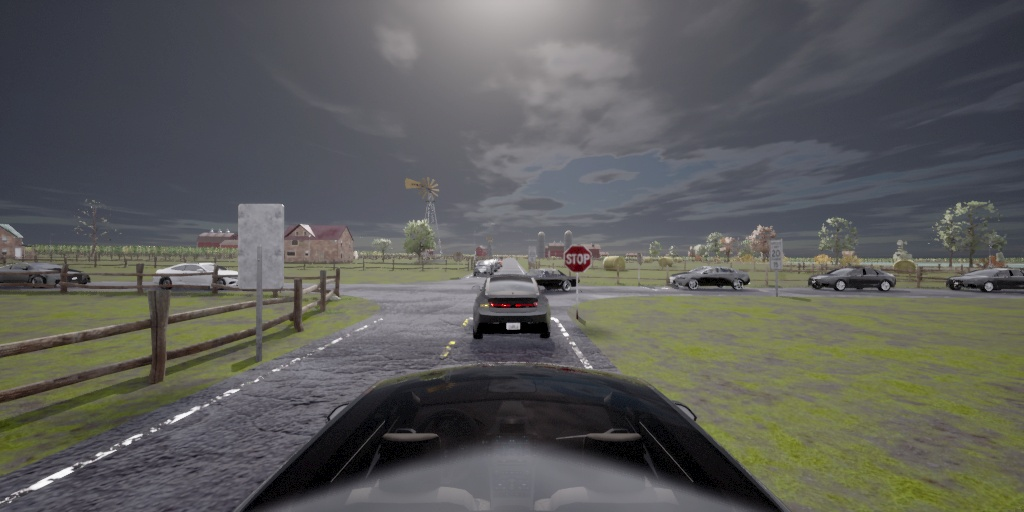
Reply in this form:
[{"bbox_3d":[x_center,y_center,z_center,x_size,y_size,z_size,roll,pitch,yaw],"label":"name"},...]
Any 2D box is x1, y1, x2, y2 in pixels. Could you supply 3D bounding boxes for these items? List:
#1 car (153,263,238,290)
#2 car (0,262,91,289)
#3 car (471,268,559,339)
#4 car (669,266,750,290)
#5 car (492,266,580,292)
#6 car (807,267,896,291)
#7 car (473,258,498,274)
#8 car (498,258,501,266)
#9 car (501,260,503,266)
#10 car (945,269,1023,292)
[{"bbox_3d":[-17.241,1.103,20.057,4.674,1.442,1.812,1,-1,-1],"label":"car"},{"bbox_3d":[-26.361,1.048,19.936,4.181,1.385,1.994,1,-1,-1],"label":"car"},{"bbox_3d":[-0.073,1.256,10.098,1.837,1.490,4.892,0,0,-2],"label":"car"},{"bbox_3d":[12.801,1.397,23.370,4.902,1.511,2.128,1,-1,-2],"label":"car"},{"bbox_3d":[1.502,1.369,20.144,4.718,1.301,1.895,1,0,-35],"label":"car"},{"bbox_3d":[22.203,1.499,23.540,4.892,1.490,1.837,1,-1,-1],"label":"car"},{"bbox_3d":[-2.854,1.243,36.785,2.128,1.511,4.902,0,0,0],"label":"car"},{"bbox_3d":[-2.845,1.241,46.231,2.128,1.511,4.902,0,0,0],"label":"car"},{"bbox_3d":[-2.813,1.240,55.773,2.128,1.511,4.902,0,0,0],"label":"car"},{"bbox_3d":[31.706,1.587,23.660,4.892,1.490,1.837,1,-1,-1],"label":"car"}]
